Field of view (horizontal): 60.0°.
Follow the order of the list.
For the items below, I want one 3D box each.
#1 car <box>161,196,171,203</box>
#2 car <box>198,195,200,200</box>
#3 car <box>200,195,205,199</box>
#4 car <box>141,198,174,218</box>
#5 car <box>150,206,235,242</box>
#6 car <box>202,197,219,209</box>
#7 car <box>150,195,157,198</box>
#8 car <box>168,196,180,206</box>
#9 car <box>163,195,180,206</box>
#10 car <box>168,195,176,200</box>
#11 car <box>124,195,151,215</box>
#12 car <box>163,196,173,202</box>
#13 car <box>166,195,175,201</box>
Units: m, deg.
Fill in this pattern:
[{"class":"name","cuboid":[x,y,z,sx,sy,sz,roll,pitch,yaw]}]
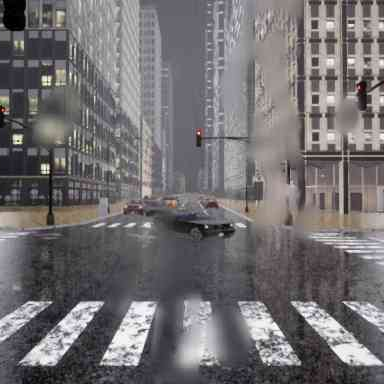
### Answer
[{"class":"car","cuboid":[-5.689,1.573,72.818,1.887,1.381,4.507,1,0,0]},{"class":"car","cuboid":[2.693,1.590,61.739,1.947,1.339,4.313,1,0,0]},{"class":"car","cuboid":[2.695,1.547,56.332,1.752,1.417,4.829,1,0,0]},{"class":"car","cuboid":[-3.108,1.559,31.027,2.033,1.411,5.357,0,0,0]},{"class":"car","cuboid":[0.002,1.607,16.703,1.895,1.301,4.718,0,0,-35]},{"class":"car","cuboid":[2.695,1.599,45.006,1.802,1.307,4.206,1,0,0]},{"class":"car","cuboid":[-5.680,1.332,44.943,2.192,1.841,5.009,1,0,0]},{"class":"car","cuboid":[-3.072,1.528,57.508,1.837,1.490,4.892,0,0,0]},{"class":"car","cuboid":[-3.101,1.370,44.793,2.097,1.767,4.553,0,0,0]},{"class":"car","cuboid":[-5.694,1.604,95.119,1.947,1.339,4.313,1,0,0]},{"class":"car","cuboid":[-5.680,1.453,33.792,1.967,1.590,4.097,1,0,0]},{"class":"car","cuboid":[-5.690,1.581,78.393,2.008,1.369,4.403,1,0,0]},{"class":"car","cuboid":[-5.692,1.587,89.544,2.008,1.369,4.403,1,0,0]}]
